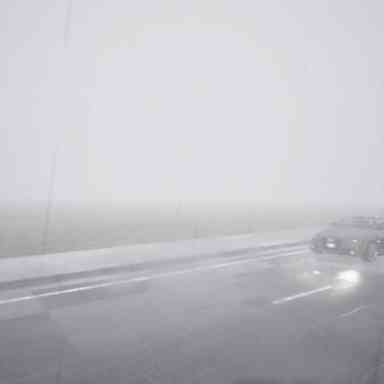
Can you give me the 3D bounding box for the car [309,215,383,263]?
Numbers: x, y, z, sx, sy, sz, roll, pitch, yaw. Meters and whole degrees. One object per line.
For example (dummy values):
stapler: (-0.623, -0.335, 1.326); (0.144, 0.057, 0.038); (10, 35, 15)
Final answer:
car: (6.187, 1.571, 12.087); (4.181, 1.385, 1.994); (0, 0, -35)
